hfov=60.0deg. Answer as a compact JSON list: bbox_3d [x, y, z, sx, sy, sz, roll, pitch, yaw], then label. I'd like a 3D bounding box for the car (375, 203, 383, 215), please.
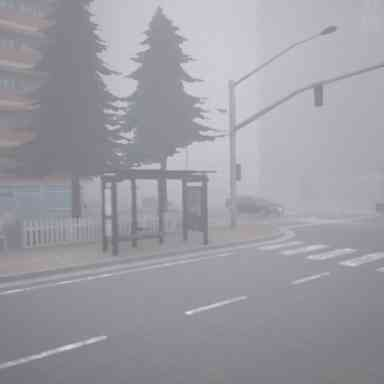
[{"bbox_3d":[15.493,1.085,23.652,1.895,1.301,4.718,-1,1,-15],"label":"car"}]

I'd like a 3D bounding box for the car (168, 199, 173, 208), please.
[{"bbox_3d":[-4.101,1.149,39.827,1.882,1.535,5.008,-2,1,-36],"label":"car"}]

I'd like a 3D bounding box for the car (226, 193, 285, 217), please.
[{"bbox_3d":[5.184,1.133,26.691,2.128,1.511,4.902,-2,1,-34],"label":"car"}]
